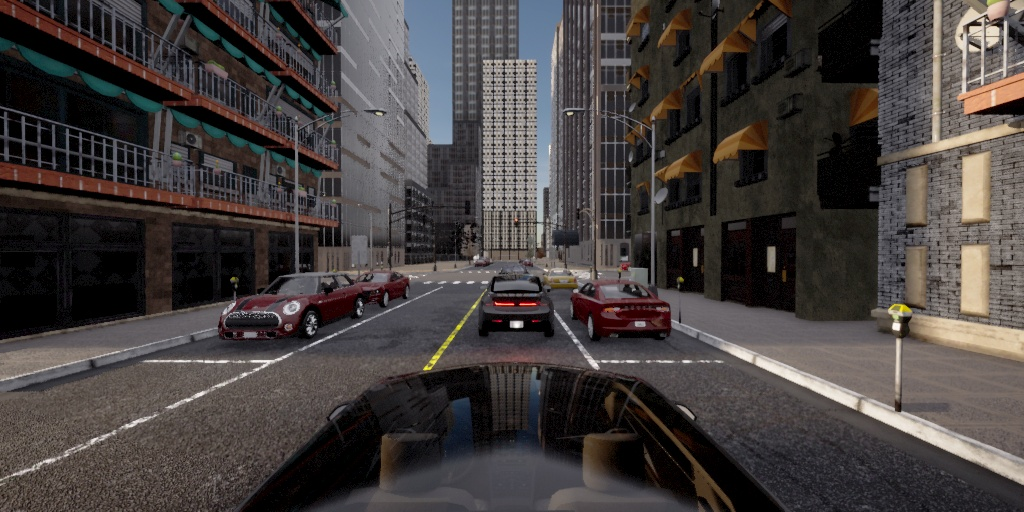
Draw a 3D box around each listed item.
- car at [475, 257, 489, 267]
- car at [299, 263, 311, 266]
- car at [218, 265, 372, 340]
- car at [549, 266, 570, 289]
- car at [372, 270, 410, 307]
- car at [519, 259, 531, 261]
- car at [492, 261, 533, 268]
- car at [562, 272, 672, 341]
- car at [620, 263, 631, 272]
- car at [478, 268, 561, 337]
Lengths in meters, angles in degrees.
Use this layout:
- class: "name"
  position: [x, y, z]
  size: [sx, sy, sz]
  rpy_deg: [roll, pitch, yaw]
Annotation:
- class: "car"
  position: [-5.631, 1.291, 64.330]
  size: [1.888, 1.381, 4.507]
  rpy_deg: [0, 0, 0]
- class: "car"
  position: [-23.799, 1.494, 39.642]
  size: [4.097, 1.591, 1.967]
  rpy_deg: [0, 0, 0]
- class: "car"
  position: [-5.684, 1.188, 9.770]
  size: [1.967, 1.591, 4.097]
  rpy_deg: [0, 0, 0]
- class: "car"
  position: [2.707, 1.272, 20.965]
  size: [1.751, 1.417, 4.829]
  rpy_deg: [0, 0, 0]
- class: "car"
  position: [-5.679, 1.293, 15.294]
  size: [1.888, 1.381, 4.507]
  rpy_deg: [0, 0, 0]
- class: "car"
  position: [2.749, 1.186, 64.321]
  size: [1.967, 1.591, 4.097]
  rpy_deg: [0, 0, 0]
- class: "car"
  position: [0.116, 1.239, 20.433]
  size: [2.128, 1.511, 4.902]
  rpy_deg: [0, 0, 0]
- class: "car"
  position: [2.697, 1.294, 9.748]
  size: [1.888, 1.381, 4.507]
  rpy_deg: [0, 0, 0]
- class: "car"
  position: [14.299, 1.005, 39.926]
  size: [4.507, 1.381, 1.888]
  rpy_deg: [0, 0, 0]
- class: "car"
  position: [0.108, 1.253, 10.299]
  size: [1.837, 1.490, 4.892]
  rpy_deg: [0, 0, 0]
